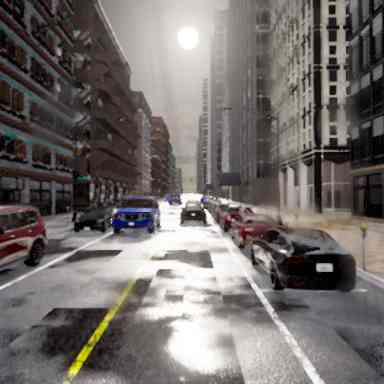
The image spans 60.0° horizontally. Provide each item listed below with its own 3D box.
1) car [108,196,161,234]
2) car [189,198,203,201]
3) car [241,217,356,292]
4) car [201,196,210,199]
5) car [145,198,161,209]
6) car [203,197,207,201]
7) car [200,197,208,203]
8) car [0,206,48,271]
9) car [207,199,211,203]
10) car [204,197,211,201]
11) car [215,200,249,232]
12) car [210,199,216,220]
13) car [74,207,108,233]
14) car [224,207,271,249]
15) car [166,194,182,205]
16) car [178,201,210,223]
[{"bbox_3d":[-3.092,1.263,19.719,2.150,2.045,5.566,0,0,0],"label":"car"},{"bbox_3d":[0.116,1.686,41.730,1.895,1.301,4.718,0,0,0],"label":"car"},{"bbox_3d":[2.705,1.585,8.861,1.947,1.339,4.313,1,0,0],"label":"car"},{"bbox_3d":[2.724,1.690,54.071,1.802,1.307,4.206,1,0,0],"label":"car"},{"bbox_3d":[-5.657,1.624,48.256,1.752,1.417,4.829,1,0,0],"label":"car"},{"bbox_3d":[2.719,1.669,42.768,1.802,1.307,4.206,1,0,0],"label":"car"},{"bbox_3d":[2.734,1.732,76.675,1.802,1.307,4.206,1,0,0],"label":"car"},{"bbox_3d":[-5.671,1.335,8.868,2.192,1.841,5.009,1,0,0],"label":"car"},{"bbox_3d":[2.715,1.615,31.466,2.008,1.369,4.403,1,0,0],"label":"car"},{"bbox_3d":[2.717,1.626,37.117,2.008,1.369,4.403,1,0,0],"label":"car"},{"bbox_3d":[2.712,1.482,20.164,1.967,1.590,4.097,1,0,0],"label":"car"},{"bbox_3d":[2.714,1.493,25.815,1.967,1.590,4.097,1,0,0],"label":"car"},{"bbox_3d":[-5.670,1.609,20.169,1.947,1.339,4.313,1,0,0],"label":"car"},{"bbox_3d":[2.708,1.575,14.512,1.887,1.381,4.507,1,0,0],"label":"car"},{"bbox_3d":[-3.019,1.333,60.018,2.150,2.045,5.566,0,0,1],"label":"car"},{"bbox_3d":[0.109,1.616,25.908,1.994,1.385,4.181,0,0,0],"label":"car"}]
